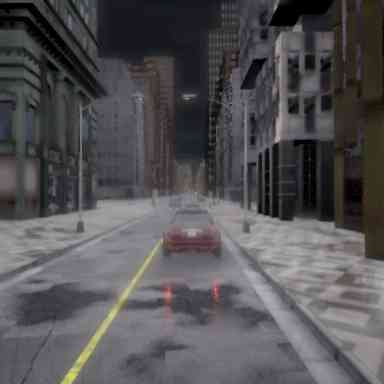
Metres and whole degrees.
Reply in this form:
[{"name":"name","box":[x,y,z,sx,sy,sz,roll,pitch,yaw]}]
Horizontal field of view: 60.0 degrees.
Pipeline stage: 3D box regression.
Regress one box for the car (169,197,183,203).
[{"name":"car","box":[-3.035,2.068,58.584,1.994,1.385,4.181,0,-1,0]}]

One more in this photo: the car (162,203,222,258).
[{"name":"car","box":[0.013,1.480,13.438,2.097,1.767,4.553,0,-1,0]}]
